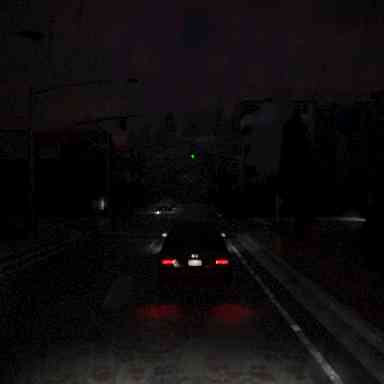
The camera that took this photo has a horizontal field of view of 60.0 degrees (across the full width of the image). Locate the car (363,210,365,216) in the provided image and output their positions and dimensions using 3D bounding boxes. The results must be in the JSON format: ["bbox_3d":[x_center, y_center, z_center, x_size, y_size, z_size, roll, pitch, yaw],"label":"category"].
[{"bbox_3d":[17.097,1.549,27.400,5.357,1.411,2.033,0,0,0],"label":"car"}]

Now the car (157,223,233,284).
[{"bbox_3d":[0.060,1.612,9.770,2.033,1.411,5.357,0,0,0],"label":"car"}]

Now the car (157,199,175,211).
[{"bbox_3d":[-3.654,1.818,45.001,1.812,1.442,4.674,0,0,0],"label":"car"}]
